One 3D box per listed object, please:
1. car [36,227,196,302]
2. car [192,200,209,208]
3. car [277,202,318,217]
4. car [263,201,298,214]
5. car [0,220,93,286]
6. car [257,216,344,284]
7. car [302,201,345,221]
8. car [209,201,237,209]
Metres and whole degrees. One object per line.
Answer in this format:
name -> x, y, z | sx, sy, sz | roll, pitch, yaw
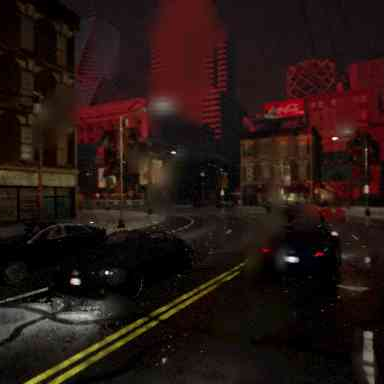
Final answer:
car -> -1.540, 1.694, 8.728 | 1.994, 1.385, 4.181 | -1, -1, 27
car -> 1.970, 2.317, 62.883 | 2.002, 1.452, 4.674 | 0, -1, -43
car -> 8.553, 1.798, 27.328 | 1.812, 1.442, 4.674 | 0, -1, 5
car -> 10.492, 1.922, 40.899 | 2.128, 1.511, 4.902 | 0, -1, -14
car -> -4.671, 1.671, 10.234 | 2.128, 1.511, 4.902 | -1, -1, 27
car -> 3.364, 1.663, 10.077 | 1.994, 1.385, 4.181 | -1, -1, 26
car -> 11.937, 1.626, 29.984 | 2.097, 1.767, 4.553 | -1, -1, 2
car -> 5.656, 2.299, 58.495 | 1.895, 1.301, 4.718 | 0, -1, -33
